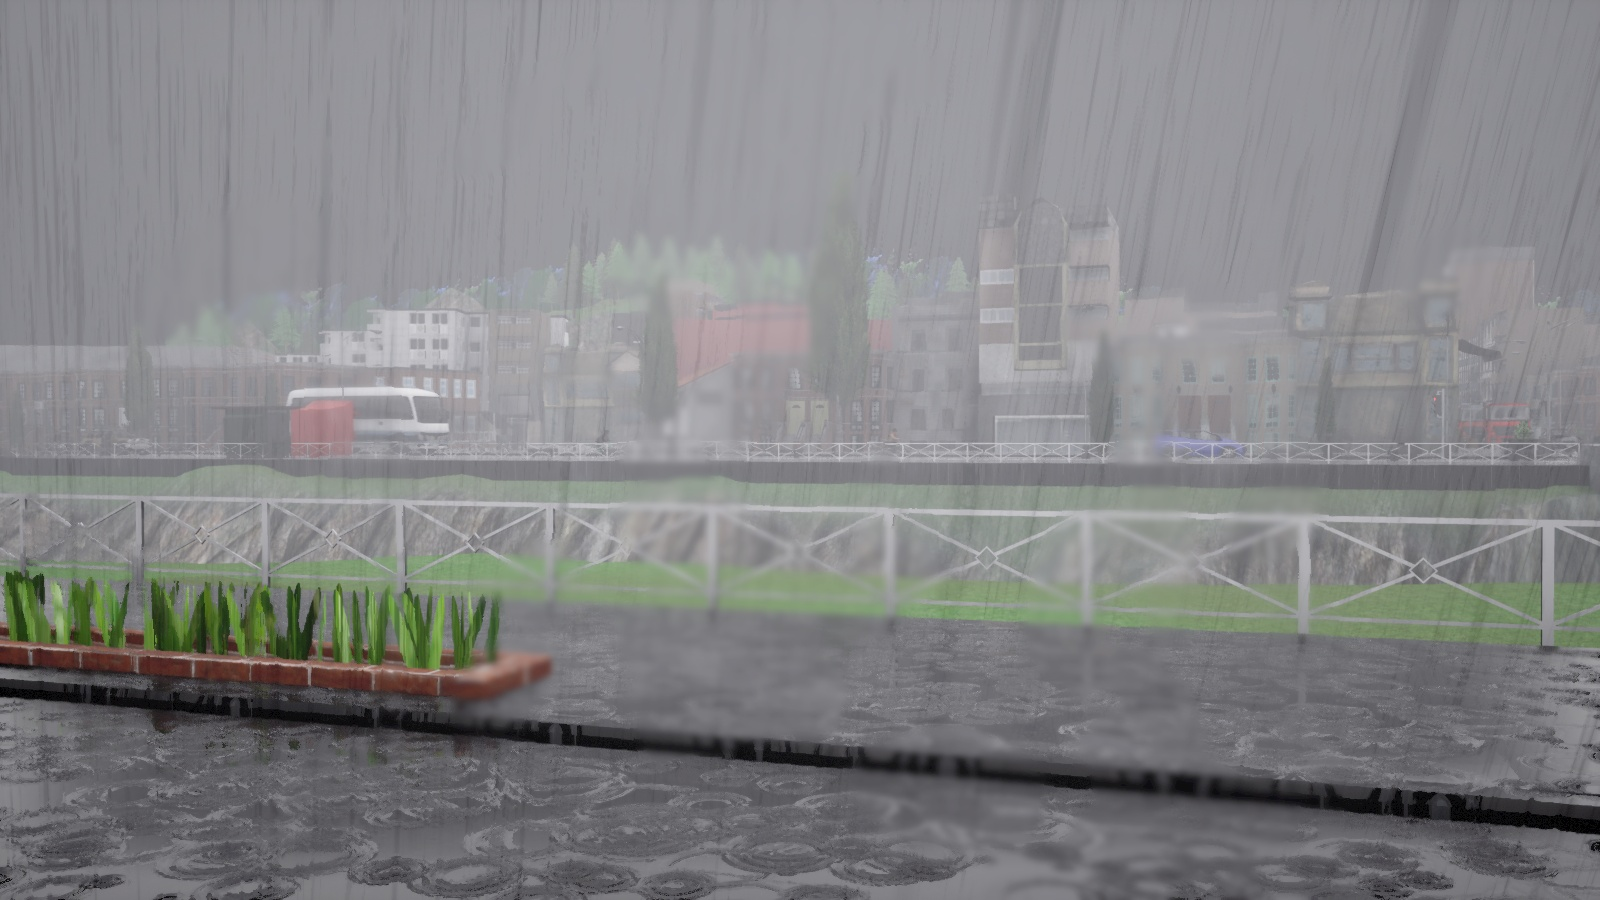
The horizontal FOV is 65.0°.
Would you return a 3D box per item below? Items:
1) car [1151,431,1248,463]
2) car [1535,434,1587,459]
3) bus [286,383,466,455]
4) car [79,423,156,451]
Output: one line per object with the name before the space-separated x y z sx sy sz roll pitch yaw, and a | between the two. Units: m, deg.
car | 19.760 -0.148 62.185 4.514 1.525 2.007 1 1 18
car | 46.844 -0.223 77.386 1.816 1.474 4.193 1 1 19
bus | -26.180 -1.891 77.600 10.273 4.253 3.944 1 1 19
car | -45.750 -0.877 84.191 4.605 1.855 1.932 1 1 19
